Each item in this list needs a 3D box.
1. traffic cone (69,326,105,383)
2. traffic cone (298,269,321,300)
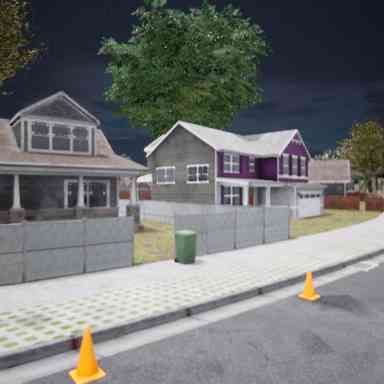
[{"bbox_3d":[-1.289,1.956,4.092,0.340,0.580,0.340,0,0,-37],"label":"traffic cone"},{"bbox_3d":[2.522,1.957,7.147,0.340,0.580,0.340,0,0,-40],"label":"traffic cone"}]
